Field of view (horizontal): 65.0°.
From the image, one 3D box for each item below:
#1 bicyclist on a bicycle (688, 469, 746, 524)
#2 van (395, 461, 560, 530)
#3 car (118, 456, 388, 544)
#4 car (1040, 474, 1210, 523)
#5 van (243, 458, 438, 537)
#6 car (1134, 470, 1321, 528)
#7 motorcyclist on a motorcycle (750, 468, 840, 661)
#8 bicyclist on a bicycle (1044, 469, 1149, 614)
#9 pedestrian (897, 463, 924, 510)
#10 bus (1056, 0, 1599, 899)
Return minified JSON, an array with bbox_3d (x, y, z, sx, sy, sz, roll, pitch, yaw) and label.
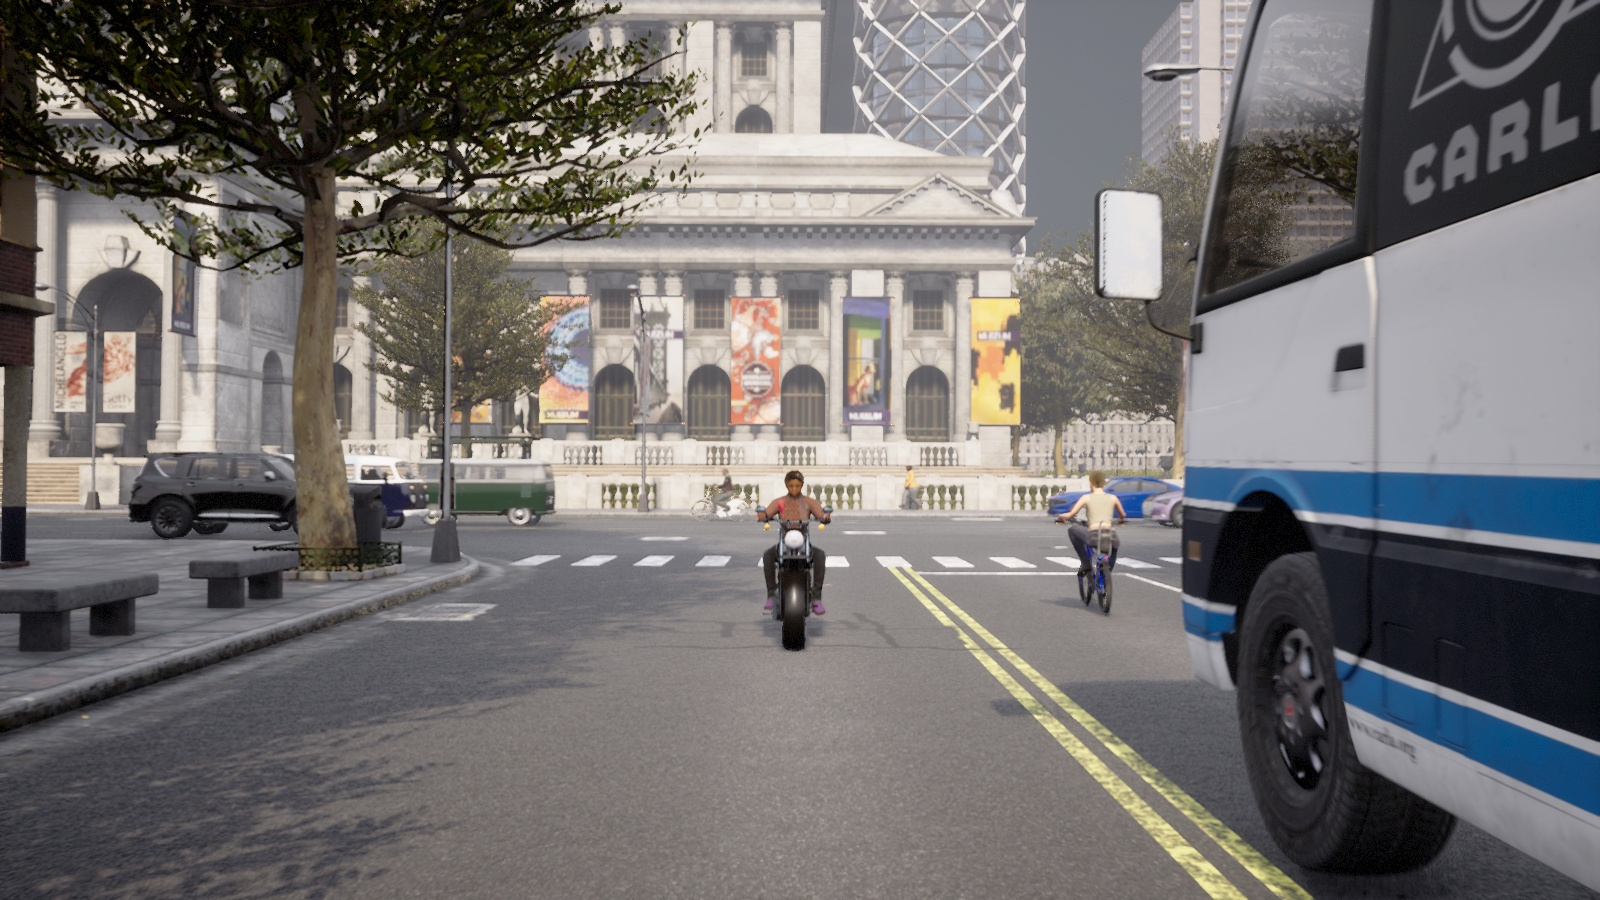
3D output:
[{"bbox_3d":[-2.698,1.501,40.779,1.843,1.776,0.659,0,-1,0],"label":"bicyclist on a bicycle"},{"bbox_3d":[-9.519,1.342,37.286,4.442,1.987,1.775,0,-1,0],"label":"van"},{"bbox_3d":[-13.065,1.185,30.279,5.566,2.045,2.150,0,-1,0],"label":"car"},{"bbox_3d":[10.467,1.554,40.741,5.008,1.535,1.882,0,-1,0],"label":"car"},{"bbox_3d":[-12.287,1.255,33.790,4.480,2.038,2.069,0,-1,0],"label":"van"},{"bbox_3d":[12.605,1.429,37.239,4.856,1.649,2.033,0,-1,0],"label":"car"},{"bbox_3d":[-0.047,1.004,11.949,0.766,1.649,2.350,0,-1,0],"label":"motorcyclist on a motorcycle"},{"bbox_3d":[3.432,1.030,14.681,0.866,1.612,1.509,0,-1,0],"label":"bicyclist on a bicycle"},{"bbox_3d":[4.374,1.431,49.594,0.900,1.855,0.874,0,-1,-6],"label":"pedestrian"},{"bbox_3d":[3.478,-0.529,2.122,3.944,4.253,10.273,0,0,0],"label":"bus"}]
